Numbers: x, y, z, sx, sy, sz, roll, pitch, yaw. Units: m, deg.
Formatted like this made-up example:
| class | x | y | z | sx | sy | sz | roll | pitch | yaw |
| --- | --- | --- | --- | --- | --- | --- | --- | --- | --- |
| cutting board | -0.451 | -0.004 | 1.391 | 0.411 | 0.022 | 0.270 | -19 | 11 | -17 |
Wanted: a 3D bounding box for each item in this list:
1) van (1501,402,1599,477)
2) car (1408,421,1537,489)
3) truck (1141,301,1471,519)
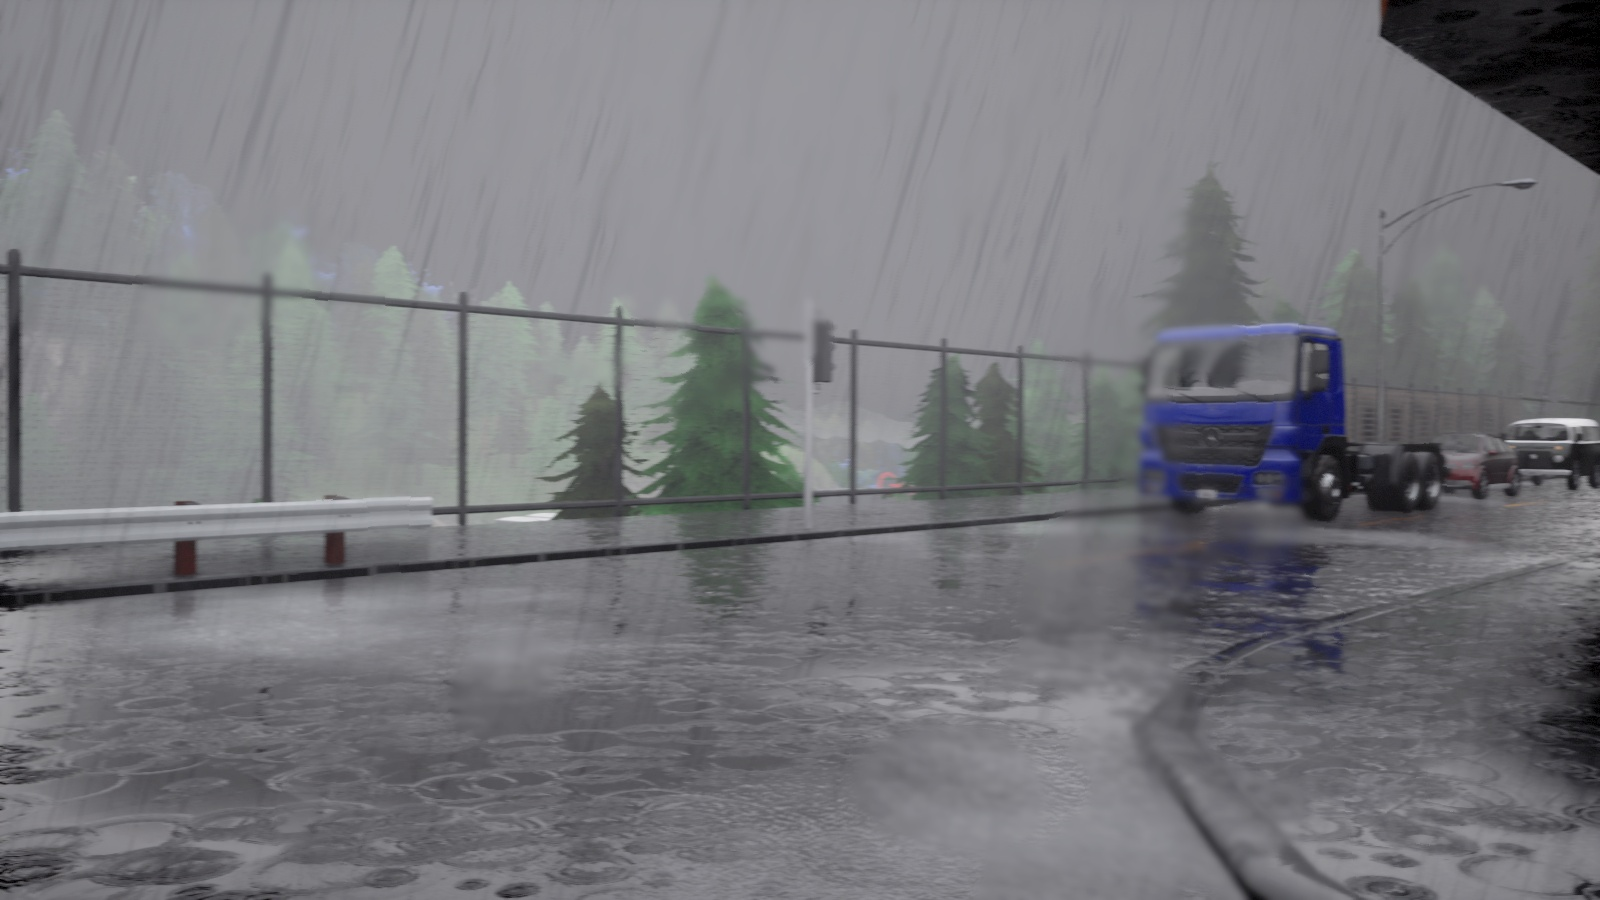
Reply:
| class | x | y | z | sx | sy | sz | roll | pitch | yaw |
| --- | --- | --- | --- | --- | --- | --- | --- | --- | --- |
| van | 22.168 | -0.324 | 36.465 | 2.069 | 2.038 | 4.480 | 0 | 1 | 44 |
| car | 16.381 | 0.079 | 30.542 | 1.789 | 1.549 | 3.705 | 0 | 1 | 45 |
| truck | 9.813 | -0.712 | 23.781 | 7.936 | 3.462 | 2.891 | -1 | 1 | -45 |
